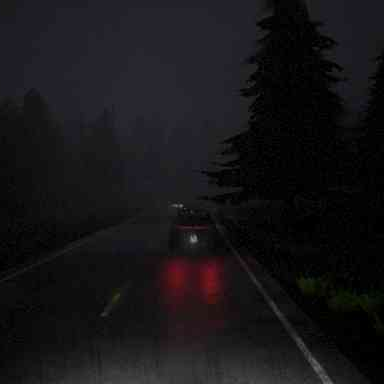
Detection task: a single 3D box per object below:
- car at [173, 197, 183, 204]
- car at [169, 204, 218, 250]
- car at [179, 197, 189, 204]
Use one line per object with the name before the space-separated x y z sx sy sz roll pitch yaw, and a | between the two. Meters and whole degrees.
car | -1.512 1.506 56.218 1.994 1.385 4.181 0 0 24
car | 0.068 1.478 14.105 2.128 1.511 4.902 0 0 0
car | 0.072 1.494 30.124 1.812 1.442 4.674 0 0 0
